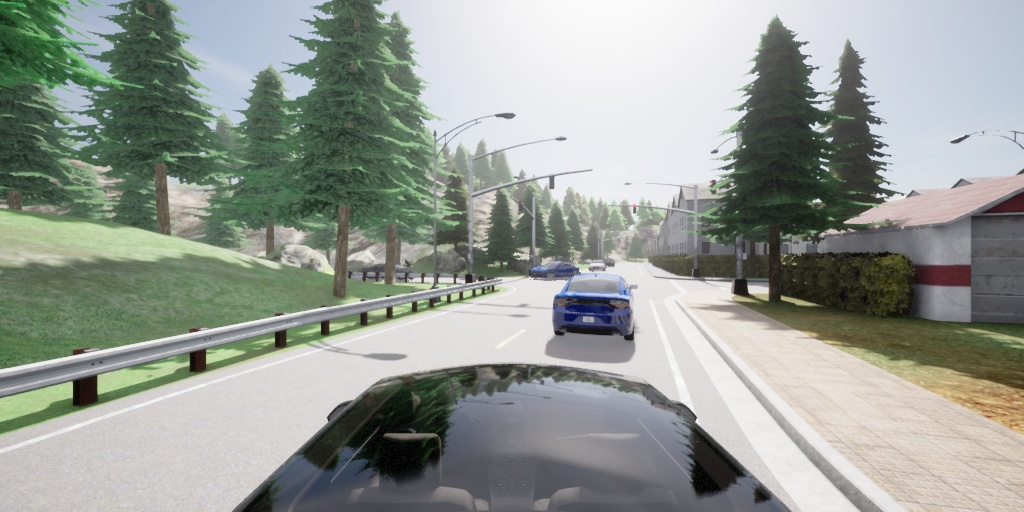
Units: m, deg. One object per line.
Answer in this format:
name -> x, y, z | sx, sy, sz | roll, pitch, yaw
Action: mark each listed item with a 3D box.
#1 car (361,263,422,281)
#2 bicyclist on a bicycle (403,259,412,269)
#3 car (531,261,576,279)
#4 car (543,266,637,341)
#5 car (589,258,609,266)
car -> -10.273, 1.312, 30.484 | 5.357, 1.411, 2.033 | 0, 0, 19
bicyclist on a bicycle -> -11.150, 1.167, 38.207 | 0.582, 1.620, 1.656 | -2, 5, 18
car -> 3.815, 1.231, 31.029 | 5.008, 1.535, 1.882 | 0, 1, -40
car -> 2.449, 1.228, 10.126 | 1.882, 1.535, 5.008 | 0, 0, 19
car -> 11.250, 1.275, 47.101 | 1.812, 1.442, 4.674 | 0, 0, 19
